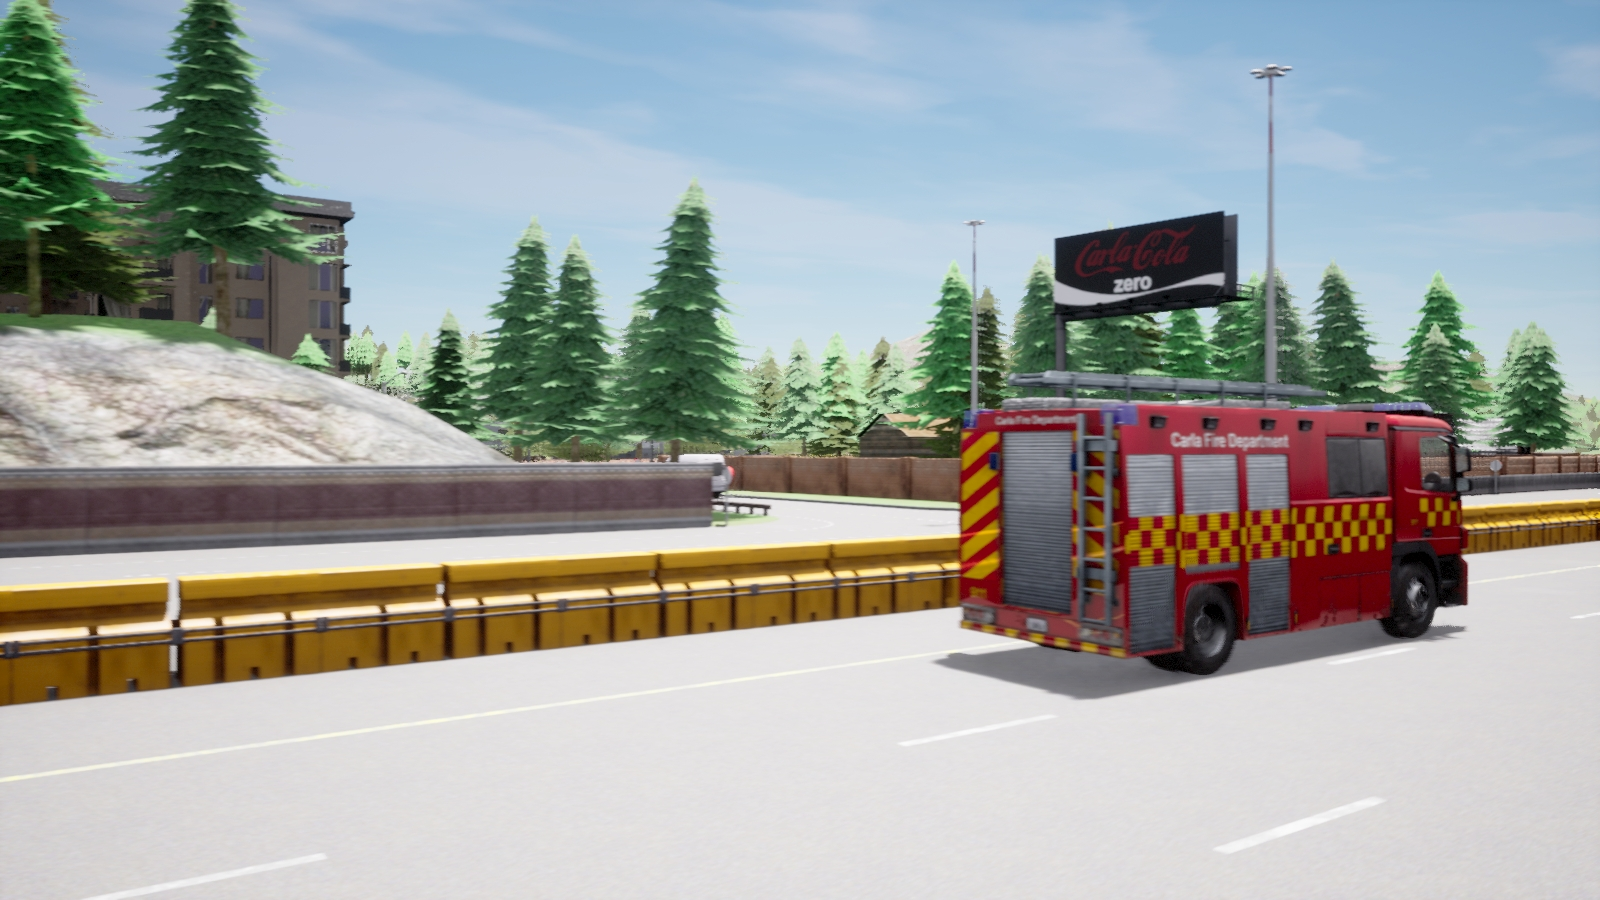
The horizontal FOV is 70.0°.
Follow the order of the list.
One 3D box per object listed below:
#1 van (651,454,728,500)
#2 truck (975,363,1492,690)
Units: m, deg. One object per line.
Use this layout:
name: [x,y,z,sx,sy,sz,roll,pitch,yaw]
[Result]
van: [-6.548,1.540,66.986,1.988,2.561,5.915,0,0,-34]
truck: [6.718,0.902,16.974,8.468,3.827,2.891,0,0,-35]
